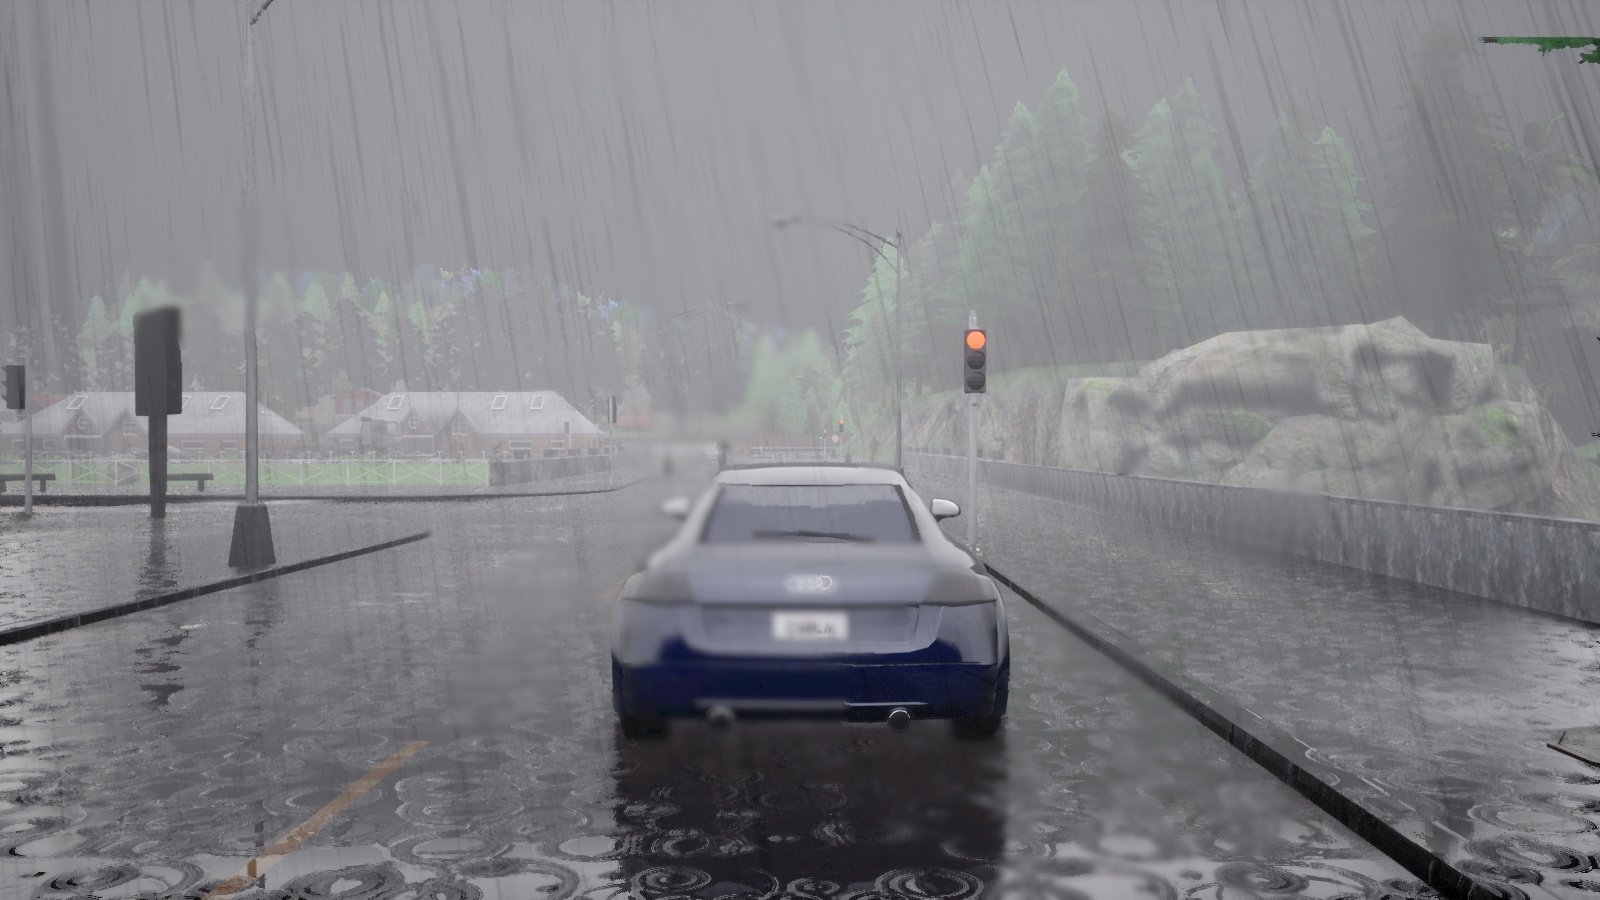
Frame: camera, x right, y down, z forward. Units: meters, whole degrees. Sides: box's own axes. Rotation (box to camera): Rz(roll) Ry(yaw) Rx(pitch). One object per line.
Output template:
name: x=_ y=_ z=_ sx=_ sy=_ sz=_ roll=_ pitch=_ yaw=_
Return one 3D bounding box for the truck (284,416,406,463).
truck: x=-33.687 y=-0.789 z=93.169 sx=7.936 sy=3.462 sz=2.891 roll=0 pitch=0 yaw=0

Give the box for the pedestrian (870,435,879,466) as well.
pedestrian: x=4.478 y=0.035 z=75.269 sx=0.540 sy=1.848 sz=0.694 roll=0 pitch=0 yaw=1

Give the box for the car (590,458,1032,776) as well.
car: x=0.066 y=0.767 z=7.763 sx=1.994 sy=1.385 sz=4.181 roll=0 pitch=0 yaw=1
